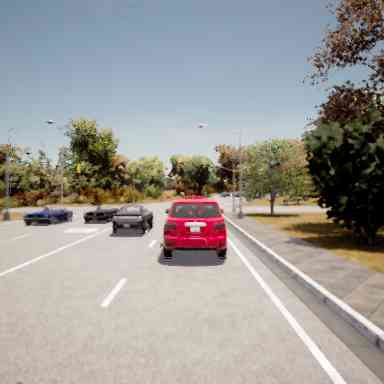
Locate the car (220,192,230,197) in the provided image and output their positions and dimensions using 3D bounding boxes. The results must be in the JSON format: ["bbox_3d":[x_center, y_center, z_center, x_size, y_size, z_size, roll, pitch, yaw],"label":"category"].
[{"bbox_3d":[9.146,0.783,93.531,1.812,1.442,4.674,0,3,28],"label":"car"}]

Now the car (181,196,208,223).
[{"bbox_3d":[0.255,1.340,28.351,2.150,2.045,5.566,0,0,1],"label":"car"}]

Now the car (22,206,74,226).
[{"bbox_3d":[-10.493,1.695,24.563,1.895,1.301,4.718,0,0,1],"label":"car"}]

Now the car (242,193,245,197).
[{"bbox_3d":[15.949,0.357,91.363,2.150,2.045,5.566,0,3,30],"label":"car"}]

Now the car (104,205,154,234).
[{"bbox_3d":[-3.375,1.556,19.692,2.128,1.511,4.902,0,0,0],"label":"car"}]

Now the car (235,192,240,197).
[{"bbox_3d":[13.056,0.665,93.357,2.128,1.511,4.902,0,3,30],"label":"car"}]

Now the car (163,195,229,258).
[{"bbox_3d":[0.102,1.257,13.021,2.150,2.045,5.566,0,0,0],"label":"car"}]

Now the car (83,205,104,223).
[{"bbox_3d":[-6.959,1.705,26.221,1.895,1.301,4.718,0,0,1],"label":"car"}]
